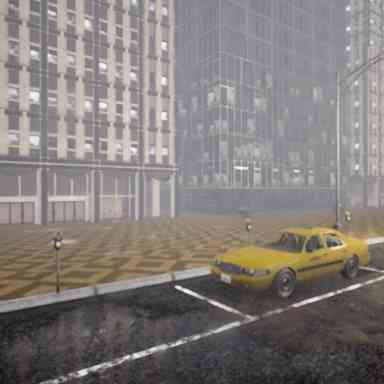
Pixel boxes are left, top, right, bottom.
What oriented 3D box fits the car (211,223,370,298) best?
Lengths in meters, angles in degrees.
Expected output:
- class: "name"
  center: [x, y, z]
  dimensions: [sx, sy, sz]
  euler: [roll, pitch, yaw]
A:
- class: "car"
  center: [2.681, 1.512, 8.477]
  dimensions: [4.829, 1.417, 1.752]
  euler: [0, 0, -36]
